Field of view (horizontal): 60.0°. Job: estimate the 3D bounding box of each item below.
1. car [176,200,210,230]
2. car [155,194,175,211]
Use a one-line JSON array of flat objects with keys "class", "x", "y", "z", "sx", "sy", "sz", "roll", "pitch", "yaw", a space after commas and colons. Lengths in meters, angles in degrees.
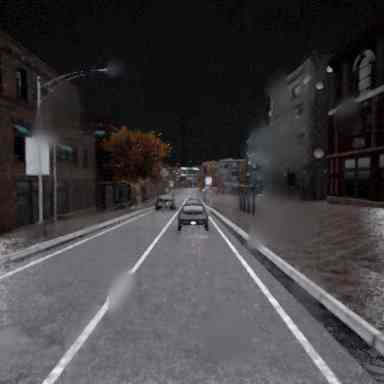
[{"class": "car", "x": 0.071, "y": 1.515, "z": 21.315, "sx": 1.837, "sy": 1.490, "sz": 4.892, "roll": 0, "pitch": 0, "yaw": 0}, {"class": "car", "x": -3.262, "y": 1.238, "z": 41.389, "sx": 2.150, "sy": 2.045, "sz": 5.566, "roll": 0, "pitch": 0, "yaw": 0}]
